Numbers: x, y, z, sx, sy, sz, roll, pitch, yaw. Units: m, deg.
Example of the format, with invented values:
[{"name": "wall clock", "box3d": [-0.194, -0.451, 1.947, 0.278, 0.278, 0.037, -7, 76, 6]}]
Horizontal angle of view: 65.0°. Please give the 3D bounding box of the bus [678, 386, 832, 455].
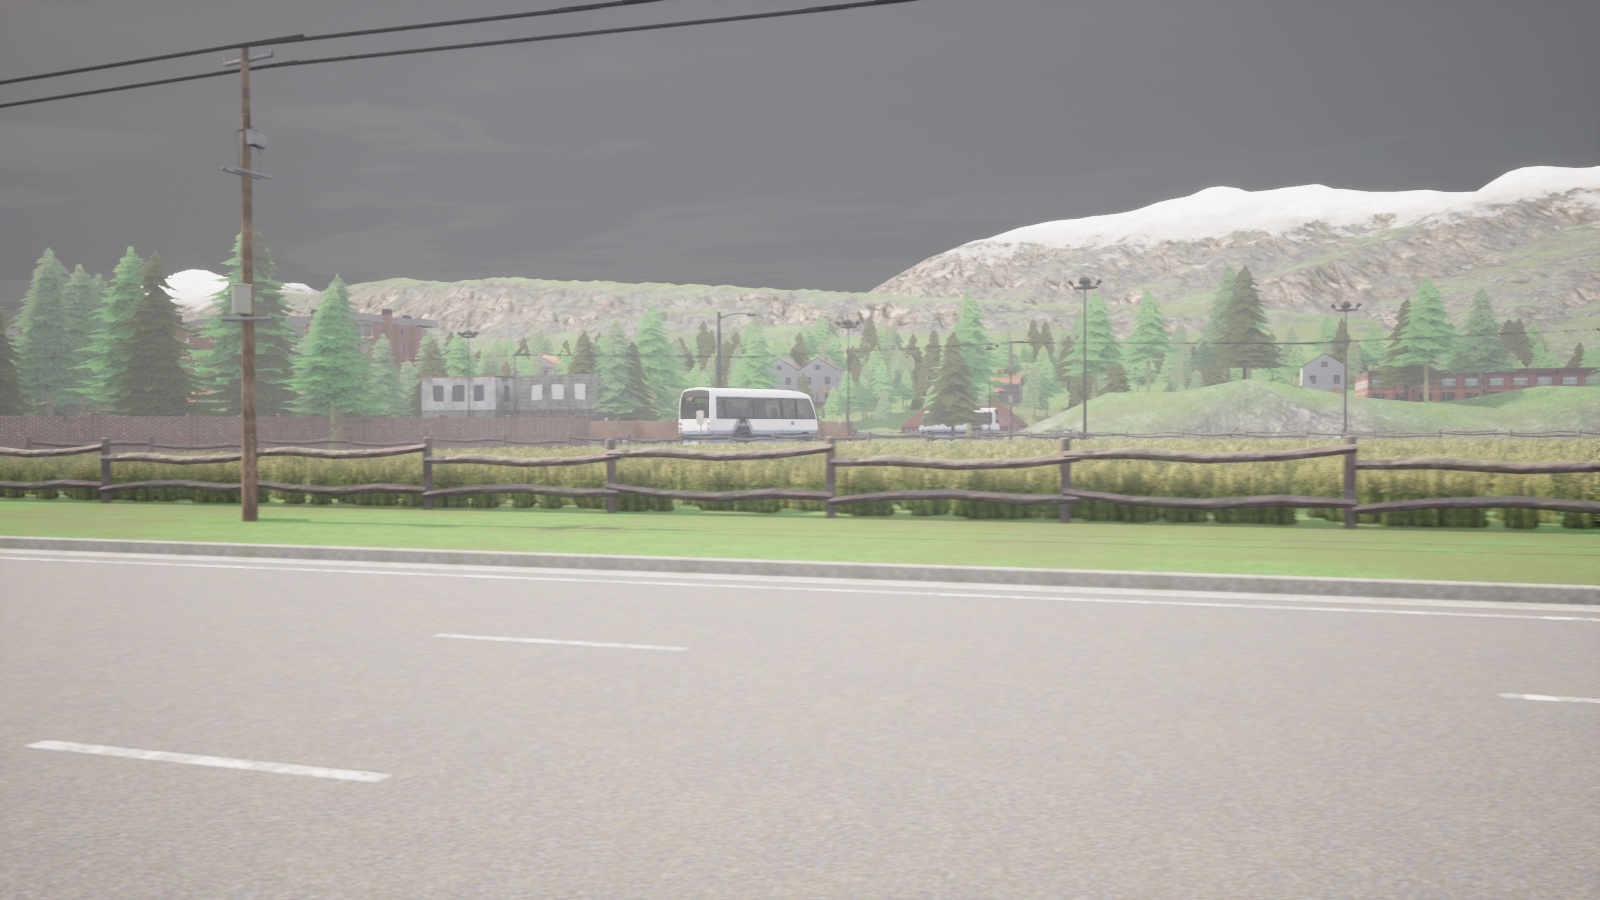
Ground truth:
[{"name": "bus", "box3d": [-2.834, -1.890, 83.010, 3.944, 4.253, 10.273, 1, 1, 44]}]
